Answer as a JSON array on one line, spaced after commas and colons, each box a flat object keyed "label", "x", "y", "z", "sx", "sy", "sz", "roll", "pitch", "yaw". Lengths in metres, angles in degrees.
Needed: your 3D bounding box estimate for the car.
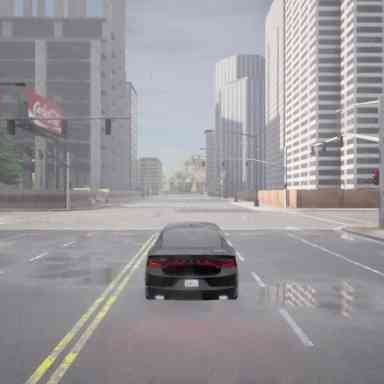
[{"label": "car", "x": -0.003, "y": 1.478, "z": 8.420, "sx": 1.882, "sy": 1.535, "sz": 5.008, "roll": 0, "pitch": 0, "yaw": 0}]
